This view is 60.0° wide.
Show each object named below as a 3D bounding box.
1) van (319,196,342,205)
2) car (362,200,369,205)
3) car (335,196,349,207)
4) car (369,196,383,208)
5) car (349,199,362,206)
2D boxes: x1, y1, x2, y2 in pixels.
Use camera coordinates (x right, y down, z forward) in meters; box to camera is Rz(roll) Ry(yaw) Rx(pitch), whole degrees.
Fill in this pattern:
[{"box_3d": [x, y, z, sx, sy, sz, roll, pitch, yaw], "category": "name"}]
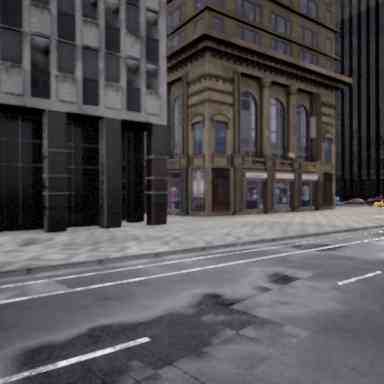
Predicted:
[{"box_3d": [28.221, 1.758, 67.920, 1.690, 1.788, 3.998, -1, 0, -35], "category": "van"}, {"box_3d": [34.102, 1.594, 59.618, 2.192, 1.841, 5.009, -1, 0, -35], "category": "car"}, {"box_3d": [24.432, 1.941, 58.505, 2.008, 1.369, 4.403, -1, 0, -35], "category": "car"}, {"box_3d": [30.187, 1.780, 50.400, 1.752, 1.417, 4.829, -1, 0, -35], "category": "car"}, {"box_3d": [31.167, 1.930, 63.769, 1.802, 1.307, 4.206, -1, 0, -35], "category": "car"}]
